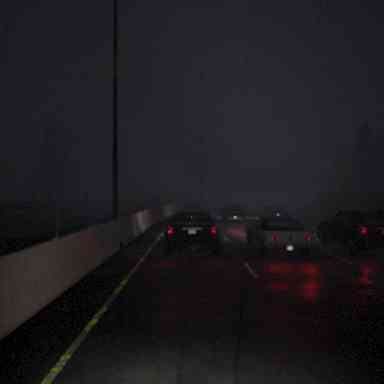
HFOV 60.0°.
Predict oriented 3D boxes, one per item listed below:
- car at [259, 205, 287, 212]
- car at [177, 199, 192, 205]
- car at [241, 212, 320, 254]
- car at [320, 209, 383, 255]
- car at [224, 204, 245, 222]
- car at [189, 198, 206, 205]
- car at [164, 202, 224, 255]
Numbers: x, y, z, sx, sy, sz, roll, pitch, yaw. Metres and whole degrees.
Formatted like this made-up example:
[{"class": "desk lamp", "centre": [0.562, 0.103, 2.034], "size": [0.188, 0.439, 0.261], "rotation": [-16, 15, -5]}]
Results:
[{"class": "car", "centre": [7.062, 1.838, 29.012], "size": [1.994, 1.385, 4.181], "rotation": [0, 0, 2]}, {"class": "car", "centre": [-1.724, 2.273, 76.819], "size": [1.994, 1.385, 4.181], "rotation": [0, -1, 25]}, {"class": "car", "centre": [3.506, 1.734, 14.111], "size": [1.895, 1.301, 4.718], "rotation": [0, 0, 0]}, {"class": "car", "centre": [7.007, 1.483, 14.090], "size": [2.097, 1.767, 4.553], "rotation": [0, -1, 0]}, {"class": "car", "centre": [3.561, 1.782, 29.083], "size": [1.837, 1.490, 4.892], "rotation": [0, 0, 2]}, {"class": "car", "centre": [1.266, 2.205, 74.995], "size": [1.837, 1.490, 4.892], "rotation": [0, -1, 25]}, {"class": "car", "centre": [0.007, 1.484, 14.091], "size": [2.097, 1.767, 4.553], "rotation": [0, -1, 0]}]
